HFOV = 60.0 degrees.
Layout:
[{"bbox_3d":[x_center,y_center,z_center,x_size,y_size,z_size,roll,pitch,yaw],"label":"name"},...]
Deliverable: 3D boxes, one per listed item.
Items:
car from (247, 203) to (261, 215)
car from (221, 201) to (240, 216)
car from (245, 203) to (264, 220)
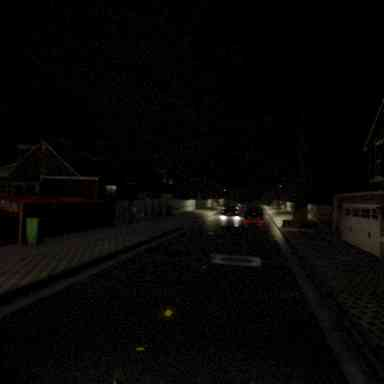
[{"bbox_3d":[8.818,2.343,47.127,1.812,1.442,4.674,2,-1,11],"label":"car"},{"bbox_3d":[4.844,1.958,41.058,2.097,1.767,4.553,2,-1,11],"label":"car"},{"bbox_3d":[6.773,2.099,36.275,1.882,1.535,5.008,2,0,11],"label":"car"}]
